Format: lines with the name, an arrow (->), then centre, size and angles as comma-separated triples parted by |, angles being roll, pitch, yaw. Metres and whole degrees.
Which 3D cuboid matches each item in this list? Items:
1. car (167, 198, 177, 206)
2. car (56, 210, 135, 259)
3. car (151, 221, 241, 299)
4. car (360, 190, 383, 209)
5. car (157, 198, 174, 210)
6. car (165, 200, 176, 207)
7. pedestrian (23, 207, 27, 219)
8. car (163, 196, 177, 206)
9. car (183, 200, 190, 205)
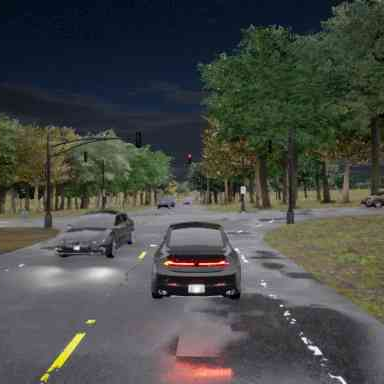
car -> -4.777, 2.392, 80.633 | 2.097, 1.767, 4.553 | 0, -2, -1
car -> -3.483, 1.510, 12.805 | 1.837, 1.490, 4.892 | -1, 0, 3
car -> 0.087, 1.508, 8.461 | 1.837, 1.490, 4.892 | 0, 0, 0
car -> 18.130, 0.590, 30.812 | 4.553, 1.767, 2.097 | -2, -1, 2
car -> -4.181, 2.007, 50.209 | 1.895, 1.301, 4.718 | 0, -1, -1
car -> -4.543, 2.316, 70.342 | 2.033, 1.411, 5.357 | 0, -1, -1
pedestrian -> -18.098, 2.203, 36.061 | 0.375, 1.300, 0.375 | 0, 1, 2
car -> -4.382, 1.801, 60.075 | 2.150, 2.045, 5.566 | 0, -1, -2
car -> -1.516, 2.968, 91.158 | 1.895, 1.301, 4.718 | 0, -2, -1
